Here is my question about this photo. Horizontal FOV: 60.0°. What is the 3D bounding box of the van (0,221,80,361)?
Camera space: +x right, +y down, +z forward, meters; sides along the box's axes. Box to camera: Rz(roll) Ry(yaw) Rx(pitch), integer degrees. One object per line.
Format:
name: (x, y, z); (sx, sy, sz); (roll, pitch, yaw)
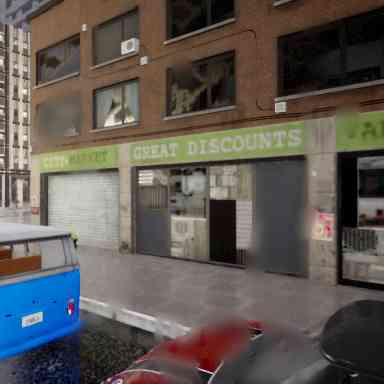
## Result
van: (-3.485, 1.342, 5.197); (3.998, 1.788, 1.690); (0, 0, 35)

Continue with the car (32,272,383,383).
car: (1.155, 1.440, 1.903); (4.097, 1.590, 1.967); (0, 0, 35)
